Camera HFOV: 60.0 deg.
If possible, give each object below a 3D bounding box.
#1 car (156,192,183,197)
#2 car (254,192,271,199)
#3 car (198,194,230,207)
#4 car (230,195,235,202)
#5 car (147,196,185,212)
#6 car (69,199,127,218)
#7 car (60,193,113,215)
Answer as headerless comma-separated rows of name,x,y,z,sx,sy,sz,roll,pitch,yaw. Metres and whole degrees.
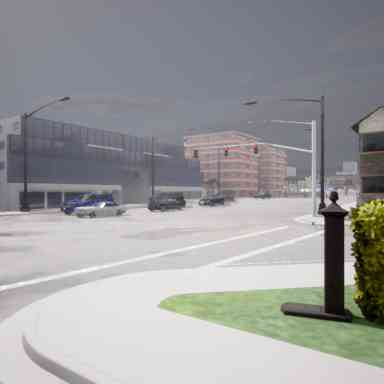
car,-3.203,1.039,42.815,2.150,2.045,5.566,0,1,38
car,14.503,0.726,67.951,2.033,1.411,5.357,0,0,35
car,2.732,1.204,45.225,2.128,1.511,4.902,0,1,35
car,5.177,1.061,54.805,1.895,1.301,4.718,0,2,35
car,-2.866,1.493,37.240,1.895,1.301,4.718,0,1,35
car,-8.124,1.555,29.736,1.895,1.301,4.718,0,0,35
car,-10.159,1.172,32.934,2.150,2.045,5.566,0,0,35
